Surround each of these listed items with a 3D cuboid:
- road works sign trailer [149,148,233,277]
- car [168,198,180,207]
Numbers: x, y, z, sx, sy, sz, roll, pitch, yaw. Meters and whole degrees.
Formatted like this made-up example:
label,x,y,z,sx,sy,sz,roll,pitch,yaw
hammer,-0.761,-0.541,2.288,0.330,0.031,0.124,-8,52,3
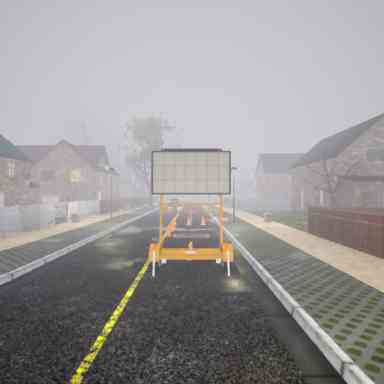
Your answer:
label,x,y,z,sx,sy,sz,roll,pitch,yaw
road works sign trailer,-0.026,0.473,10.221,2.380,3.560,2.880,0,0,0
car,-2.892,1.751,54.584,1.812,1.442,4.674,0,0,0
